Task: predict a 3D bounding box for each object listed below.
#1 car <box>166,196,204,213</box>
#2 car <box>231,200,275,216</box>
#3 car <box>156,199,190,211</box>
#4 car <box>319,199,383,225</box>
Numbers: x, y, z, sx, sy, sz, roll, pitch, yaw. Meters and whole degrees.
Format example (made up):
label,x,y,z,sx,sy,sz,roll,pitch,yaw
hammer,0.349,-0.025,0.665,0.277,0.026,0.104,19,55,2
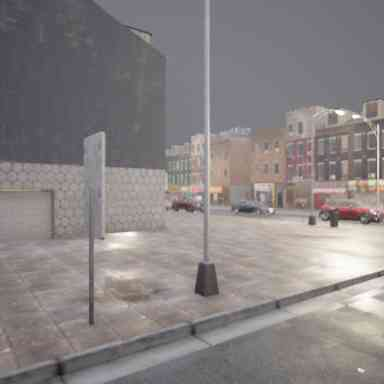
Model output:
label,x,y,z,sx,sy,sz,roll,pitch,yaw
car,-0.363,1.385,37.244,2.192,1.841,5.009,0,0,-35
car,5.926,1.541,32.790,2.128,1.511,4.902,0,0,-35
car,-2.578,1.651,44.764,2.033,1.411,5.357,0,0,-35
car,11.833,1.367,24.551,2.097,1.767,4.553,0,0,-36
